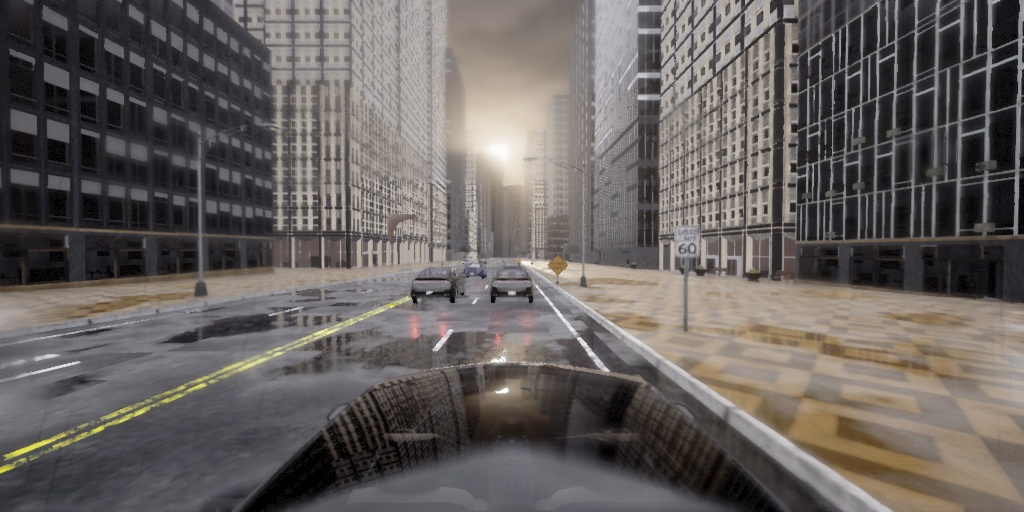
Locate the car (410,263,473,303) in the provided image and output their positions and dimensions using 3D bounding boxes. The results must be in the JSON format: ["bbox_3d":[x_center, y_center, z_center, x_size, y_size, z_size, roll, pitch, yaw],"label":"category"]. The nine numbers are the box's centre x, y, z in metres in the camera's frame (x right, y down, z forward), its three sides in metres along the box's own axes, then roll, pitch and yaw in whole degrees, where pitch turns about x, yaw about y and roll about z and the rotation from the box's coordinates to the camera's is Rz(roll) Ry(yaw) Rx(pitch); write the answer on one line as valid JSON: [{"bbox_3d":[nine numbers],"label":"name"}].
[{"bbox_3d":[-3.250,1.240,16.502,2.128,1.511,4.902,0,0,0],"label":"car"}]

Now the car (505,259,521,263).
[{"bbox_3d":[0.000,1.257,31.504,1.837,1.490,4.892,0,0,0],"label":"car"}]

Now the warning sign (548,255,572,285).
[{"bbox_3d":[2.850,0.857,22.470,1.300,1.860,1.060,0,0,0],"label":"warning sign"}]

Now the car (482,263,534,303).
[{"bbox_3d":[0.000,1.240,16.502,2.128,1.511,4.902,0,0,0],"label":"car"}]

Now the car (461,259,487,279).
[{"bbox_3d":[-3.250,1.274,31.504,1.812,1.442,4.674,0,0,0],"label":"car"}]
